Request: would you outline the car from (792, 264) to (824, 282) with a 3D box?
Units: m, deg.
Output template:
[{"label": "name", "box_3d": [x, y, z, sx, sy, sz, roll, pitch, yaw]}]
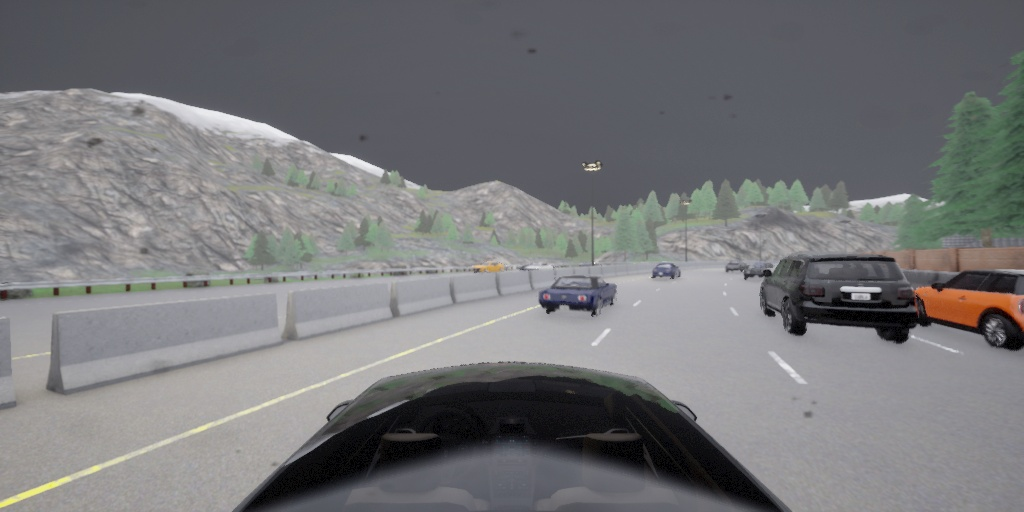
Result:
[{"label": "car", "box_3d": [25.451, 1.416, 30.977, 1.895, 1.301, 4.718, 0, 0, 36]}]

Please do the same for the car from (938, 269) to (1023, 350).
[{"label": "car", "box_3d": [11.985, 1.098, 8.689, 2.097, 1.767, 4.553, 0, 0, 26]}]

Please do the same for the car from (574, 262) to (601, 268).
[{"label": "car", "box_3d": [9.492, 1.485, 44.927, 2.033, 1.411, 5.357, 0, 0, 37]}]

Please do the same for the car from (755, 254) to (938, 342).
[{"label": "car", "box_3d": [8.741, 0.985, 10.167, 2.150, 2.045, 5.566, -1, -1, 26]}]

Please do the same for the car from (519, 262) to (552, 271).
[{"label": "car", "box_3d": [3.084, 1.469, 42.050, 1.812, 1.442, 4.674, 0, 0, 35]}]

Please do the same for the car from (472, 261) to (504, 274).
[{"label": "car", "box_3d": [-2.958, 1.458, 45.606, 1.882, 1.535, 5.008, 0, 0, 35]}]

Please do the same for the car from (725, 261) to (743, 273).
[{"label": "car", "box_3d": [29.083, 1.373, 46.433, 2.128, 1.511, 4.902, 0, 0, 42]}]

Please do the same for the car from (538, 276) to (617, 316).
[{"label": "car", "box_3d": [2.713, 1.403, 13.717, 1.895, 1.301, 4.718, 0, 0, 26]}]

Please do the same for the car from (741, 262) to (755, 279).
[{"label": "car", "box_3d": [22.267, 1.434, 32.532, 1.895, 1.301, 4.718, 0, 0, 36]}]

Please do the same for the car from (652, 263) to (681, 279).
[{"label": "car", "box_3d": [14.539, 1.390, 33.722, 1.812, 1.442, 4.674, -1, 0, 35]}]
